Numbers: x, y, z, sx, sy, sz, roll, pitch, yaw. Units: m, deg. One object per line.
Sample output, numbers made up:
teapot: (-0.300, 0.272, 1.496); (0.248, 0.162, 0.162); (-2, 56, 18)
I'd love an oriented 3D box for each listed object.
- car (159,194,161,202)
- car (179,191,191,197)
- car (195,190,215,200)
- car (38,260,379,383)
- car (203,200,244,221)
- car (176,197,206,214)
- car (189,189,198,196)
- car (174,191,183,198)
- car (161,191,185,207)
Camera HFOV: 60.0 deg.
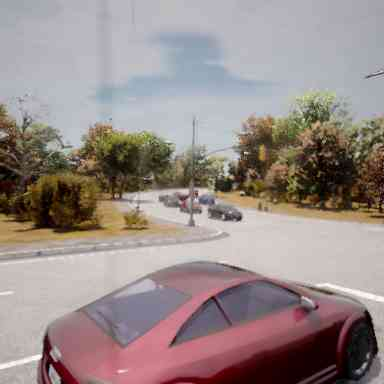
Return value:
car: (-5.016, 1.077, 60.294); (1.895, 1.301, 4.718); (2, 2, -9)
car: (-1.800, 0.917, 63.770); (1.882, 1.535, 5.008); (2, 3, -8)
car: (2.565, 1.177, 58.656); (2.097, 1.767, 4.553); (2, 3, -11)
car: (0.439, 1.580, 4.059); (4.181, 1.385, 1.994); (1, 0, -36)
car: (3.160, 1.920, 32.218); (1.837, 1.490, 4.892); (2, 0, -23)
car: (-0.165, 1.794, 40.883); (1.812, 1.442, 4.674); (2, 1, -19)
car: (0.468, 0.194, 75.746); (2.150, 2.045, 5.566); (2, 2, -1)
car: (-2.966, 0.514, 73.755); (1.994, 1.385, 4.181); (2, 2, -1)
car: (-2.968, 1.294, 50.449); (2.097, 1.767, 4.553); (2, 2, -14)
